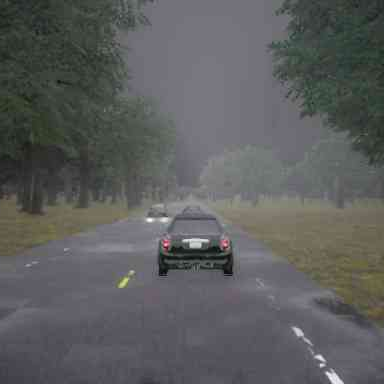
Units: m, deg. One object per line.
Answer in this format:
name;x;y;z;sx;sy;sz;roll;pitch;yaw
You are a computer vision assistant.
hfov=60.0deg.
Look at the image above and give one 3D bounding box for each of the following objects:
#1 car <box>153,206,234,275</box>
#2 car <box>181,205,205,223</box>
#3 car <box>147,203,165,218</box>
car;0.098;1.468;11.013;2.097;1.767;4.553;0;-1;0
car;0.087;1.893;29.201;1.994;1.385;4.181;0;-1;0
car;-3.592;1.944;35.775;1.812;1.442;4.674;0;-1;0
